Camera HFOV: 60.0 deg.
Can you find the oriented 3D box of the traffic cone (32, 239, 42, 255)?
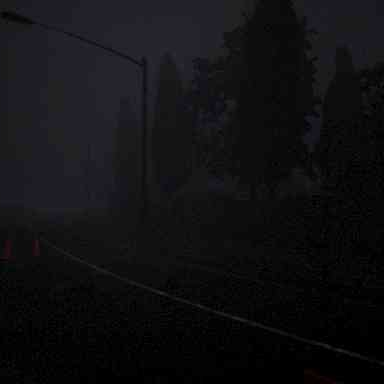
[{"bbox_3d":[-5.906,2.078,12.664,0.340,0.580,0.340,1,-1,-44],"label":"traffic cone"}]

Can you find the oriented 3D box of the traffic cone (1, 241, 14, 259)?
[{"bbox_3d":[-6.619,2.064,11.964,0.340,0.580,0.340,1,-1,-44],"label":"traffic cone"}]

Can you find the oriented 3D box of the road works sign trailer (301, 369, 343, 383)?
[{"bbox_3d":[2.146,0.535,2.353,2.380,3.560,2.880,2,-1,-44],"label":"road works sign trailer"}]

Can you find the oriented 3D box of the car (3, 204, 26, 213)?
[{"bbox_3d":[-25.523,2.385,48.039,1.895,1.301,4.718,0,-3,-11],"label":"car"}]
